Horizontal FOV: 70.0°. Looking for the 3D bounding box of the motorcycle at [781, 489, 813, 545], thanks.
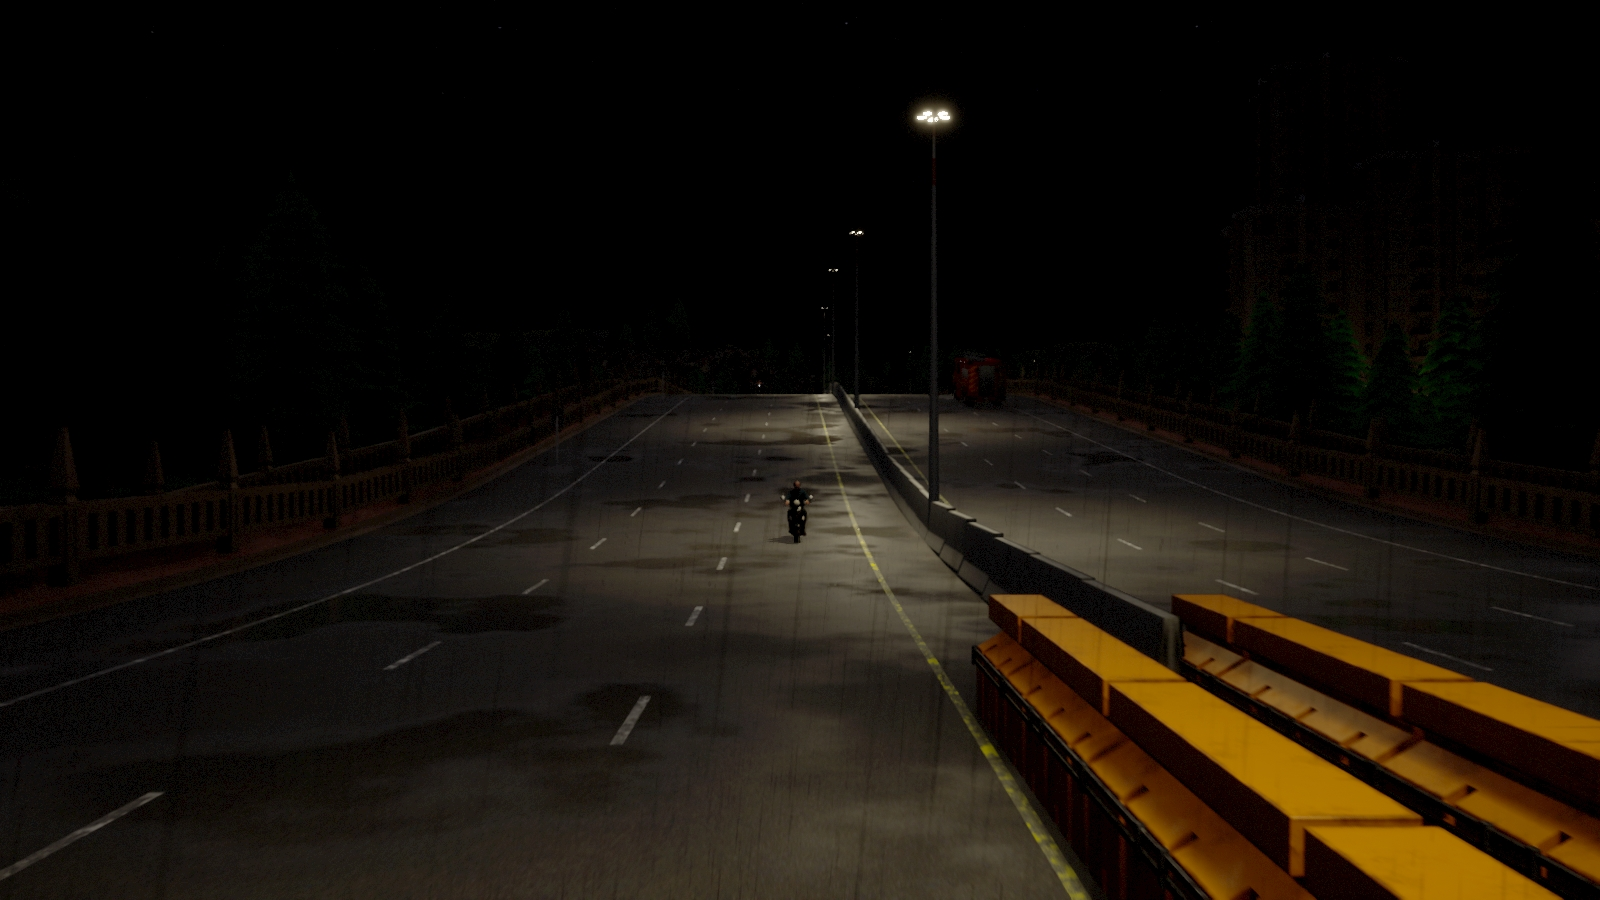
[{"bbox_3d":[-0.081,1.782,30.847,0.856,1.316,1.805,0,3,0],"label":"motorcycle"}]
